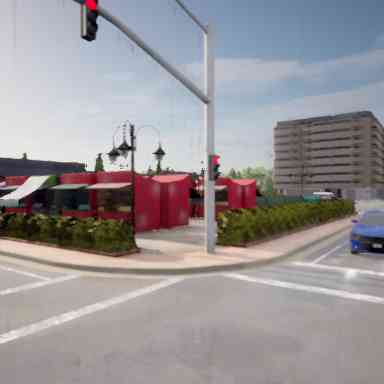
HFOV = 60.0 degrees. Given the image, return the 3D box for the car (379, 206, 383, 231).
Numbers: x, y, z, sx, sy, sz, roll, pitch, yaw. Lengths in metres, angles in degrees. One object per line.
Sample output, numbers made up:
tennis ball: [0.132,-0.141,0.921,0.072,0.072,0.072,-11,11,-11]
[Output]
car: [13.083,1.584,20.817,1.895,1.301,4.718,0,0,35]

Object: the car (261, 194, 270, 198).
car: [11.244,1.264,55.937,4.605,1.855,1.932,0,0,35]

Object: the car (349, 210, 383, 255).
car: [7.359,1.453,12.677,1.882,1.535,5.008,0,0,35]
